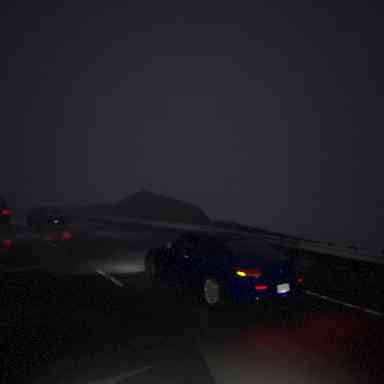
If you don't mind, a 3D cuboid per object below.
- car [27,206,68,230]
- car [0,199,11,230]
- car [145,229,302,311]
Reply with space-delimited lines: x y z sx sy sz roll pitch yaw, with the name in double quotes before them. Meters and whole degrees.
"car" -10.383 1.758 23.696 2.128 1.511 4.902 1 -1 -38
"car" -13.812 1.460 22.450 2.150 2.045 5.566 1 -1 -38
"car" 0.480 1.631 8.105 1.812 1.442 4.674 1 -1 -32
